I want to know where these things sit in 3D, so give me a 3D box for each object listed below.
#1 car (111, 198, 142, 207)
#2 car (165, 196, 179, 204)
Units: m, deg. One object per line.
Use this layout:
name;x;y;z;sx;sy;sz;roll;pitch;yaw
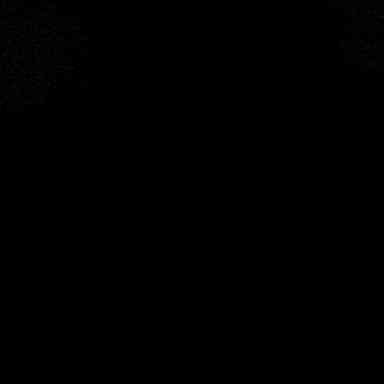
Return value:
car;-10.516;1.684;53.623;2.033;1.411;5.357;-5;-2;37
car;-3.407;1.406;57.838;2.033;1.411;5.357;-5;-2;38
